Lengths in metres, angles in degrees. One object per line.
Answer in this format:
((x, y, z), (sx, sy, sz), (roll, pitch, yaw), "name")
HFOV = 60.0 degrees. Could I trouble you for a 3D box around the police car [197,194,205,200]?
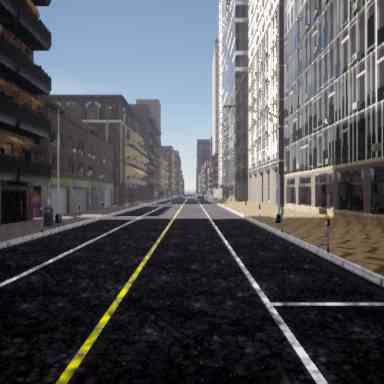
((2.366, 1.434, 89.853), (1.930, 1.638, 5.238), (0, 0, 0), "police car")
